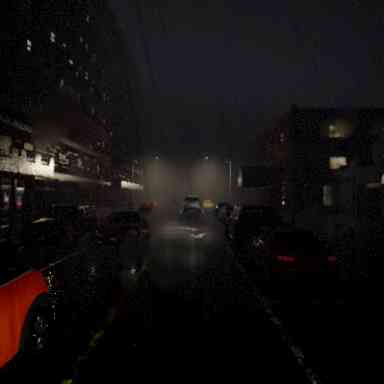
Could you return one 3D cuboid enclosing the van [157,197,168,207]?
[{"bbox_3d":[-5.692,1.962,64.906,1.690,1.788,3.998,0,-1,0],"label":"van"}]

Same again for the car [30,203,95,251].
[{"bbox_3d":[-5.689,1.450,15.054,2.192,1.841,5.009,0,-1,0],"label":"car"}]

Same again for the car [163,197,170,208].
[{"bbox_3d":[-5.692,1.879,59.367,2.192,1.841,5.009,0,-1,0],"label":"car"}]

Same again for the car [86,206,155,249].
[{"bbox_3d":[-3.091,1.617,15.550,1.882,1.535,5.008,0,-1,0],"label":"car"}]

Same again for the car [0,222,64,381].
[{"bbox_3d":[-3.099,1.378,2.954,2.097,1.767,4.553,0,0,0],"label":"car"}]

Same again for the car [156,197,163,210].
[{"bbox_3d":[-5.691,1.892,48.287,1.967,1.590,4.097,0,-1,0],"label":"car"}]

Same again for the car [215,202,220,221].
[{"bbox_3d":[3.146,1.774,27.236,1.812,1.442,4.674,0,-1,0],"label":"car"}]

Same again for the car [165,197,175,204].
[{"bbox_3d":[-5.694,2.176,87.062,2.192,1.841,5.009,0,-1,0],"label":"car"}]

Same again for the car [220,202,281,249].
[{"bbox_3d":[2.692,1.450,15.055,2.192,1.841,5.009,0,-1,0],"label":"car"}]

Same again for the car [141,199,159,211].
[{"bbox_3d":[-5.691,1.942,42.748,1.887,1.381,4.507,0,-1,0],"label":"car"}]

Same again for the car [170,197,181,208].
[{"bbox_3d":[-3.043,2.081,60.748,1.837,1.490,4.892,0,0,1],"label":"car"}]

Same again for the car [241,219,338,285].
[{"bbox_3d":[2.691,1.667,9.514,1.802,1.307,4.206,0,-1,0],"label":"car"}]

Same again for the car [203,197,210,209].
[{"bbox_3d":[2.688,2.035,53.996,1.752,1.417,4.829,0,-1,0],"label":"car"}]

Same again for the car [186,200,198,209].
[{"bbox_3d":[-0.001,2.038,56.883,1.812,1.442,4.674,0,-1,0],"label":"car"}]

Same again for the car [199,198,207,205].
[{"bbox_3d":[2.687,2.240,81.522,1.967,1.590,4.097,0,-1,0],"label":"car"}]

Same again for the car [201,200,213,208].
[{"bbox_3d":[2.688,2.115,59.365,2.008,1.369,4.403,0,-1,0],"label":"car"}]

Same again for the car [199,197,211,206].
[{"bbox_3d":[2.688,1.995,70.445,2.192,1.841,5.009,0,-1,0],"label":"car"}]

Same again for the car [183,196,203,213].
[{"bbox_3d":[0.009,1.579,43.673,2.150,2.045,5.566,0,-1,0],"label":"car"}]

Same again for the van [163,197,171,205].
[{"bbox_3d":[-5.693,2.080,75.983,1.690,1.788,3.998,0,-1,0],"label":"van"}]

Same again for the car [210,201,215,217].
[{"bbox_3d":[3.143,1.820,34.236,1.837,1.490,4.892,0,-1,0],"label":"car"}]
